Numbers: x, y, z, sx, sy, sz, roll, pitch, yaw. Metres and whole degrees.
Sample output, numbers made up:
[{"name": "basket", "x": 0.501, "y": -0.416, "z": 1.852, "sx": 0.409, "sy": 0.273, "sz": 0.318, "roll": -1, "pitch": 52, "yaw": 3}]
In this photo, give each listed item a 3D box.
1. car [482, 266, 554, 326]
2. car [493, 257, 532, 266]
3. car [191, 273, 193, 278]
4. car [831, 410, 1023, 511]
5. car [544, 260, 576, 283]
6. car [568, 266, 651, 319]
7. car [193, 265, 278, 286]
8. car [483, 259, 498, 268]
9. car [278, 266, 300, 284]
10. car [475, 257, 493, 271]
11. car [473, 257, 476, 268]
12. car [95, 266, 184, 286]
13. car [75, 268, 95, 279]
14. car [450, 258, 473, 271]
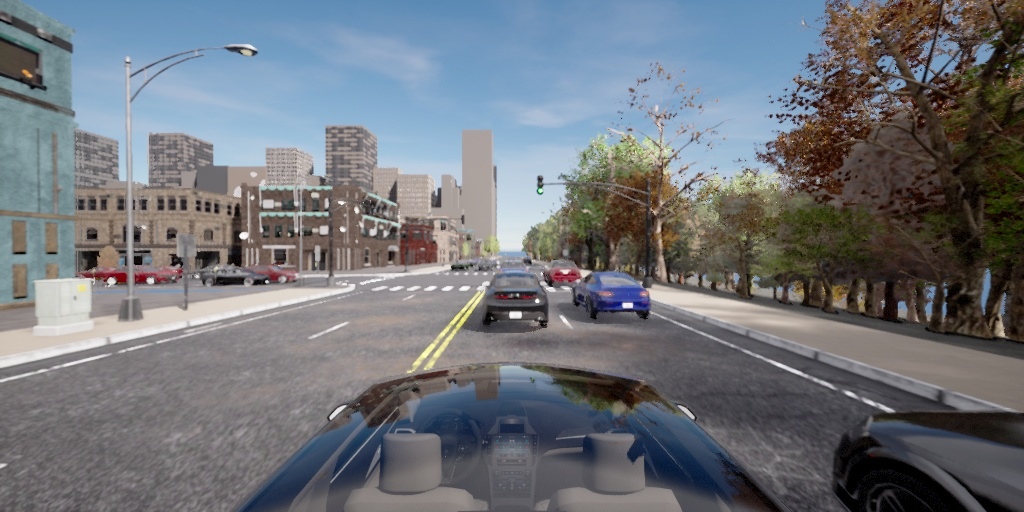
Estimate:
[{"name": "car", "x": 0.093, "y": 1.237, "z": 11.529, "sx": 1.837, "sy": 1.490, "sz": 4.892, "roll": 0, "pitch": 0, "yaw": 0}, {"name": "car", "x": 0.084, "y": 1.060, "z": 23.247, "sx": 2.097, "sy": 1.767, "sz": 4.553, "roll": 0, "pitch": 0, "yaw": 0}, {"name": "car", "x": -28.305, "y": 1.501, "z": 34.553, "sx": 4.403, "sy": 1.370, "sz": 2.007, "roll": 0, "pitch": 0, "yaw": 0}, {"name": "car", "x": 3.351, "y": 1.314, "z": 0.887, "sx": 1.994, "sy": 1.385, "sz": 4.181, "roll": 0, "pitch": 0, "yaw": 0}, {"name": "car", "x": 3.332, "y": 1.057, "z": 24.511, "sx": 2.097, "sy": 1.767, "sz": 4.553, "roll": 0, "pitch": 0, "yaw": 0}, {"name": "car", "x": 3.339, "y": 1.254, "z": 12.646, "sx": 1.812, "sy": 1.442, "sz": 4.674, "roll": 0, "pitch": 0, "yaw": 0}, {"name": "car", "x": -19.965, "y": 1.520, "z": 26.047, "sx": 4.313, "sy": 1.339, "sz": 1.948, "roll": 0, "pitch": 0, "yaw": 0}, {"name": "car", "x": -3.368, "y": 1.201, "z": 56.728, "sx": 1.994, "sy": 1.385, "sz": 4.181, "roll": 0, "pitch": 0, "yaw": 0}, {"name": "car", "x": -19.424, "y": 1.442, "z": 28.758, "sx": 4.674, "sy": 1.442, "sz": 1.812, "roll": -1, "pitch": 1, "yaw": -1}, {"name": "car", "x": -3.402, "y": 1.164, "z": 46.772, "sx": 1.837, "sy": 1.490, "sz": 4.892, "roll": 0, "pitch": 0, "yaw": -2}, {"name": "car", "x": -6.620, "y": 1.241, "z": 55.545, "sx": 1.895, "sy": 1.301, "sz": 4.718, "roll": 0, "pitch": 0, "yaw": 0}, {"name": "car", "x": -29.654, "y": 1.512, "z": 28.757, "sx": 5.008, "sy": 1.535, "sz": 1.882, "roll": -1, "pitch": 1, "yaw": 0}, {"name": "car", "x": -33.842, "y": 1.552, "z": 26.175, "sx": 4.097, "sy": 1.591, "sz": 1.967, "roll": 0, "pitch": 0, "yaw": 0}, {"name": "car", "x": -6.625, "y": 1.261, "z": 46.371, "sx": 1.895, "sy": 1.301, "sz": 4.718, "roll": 0, "pitch": 0, "yaw": 3}]
